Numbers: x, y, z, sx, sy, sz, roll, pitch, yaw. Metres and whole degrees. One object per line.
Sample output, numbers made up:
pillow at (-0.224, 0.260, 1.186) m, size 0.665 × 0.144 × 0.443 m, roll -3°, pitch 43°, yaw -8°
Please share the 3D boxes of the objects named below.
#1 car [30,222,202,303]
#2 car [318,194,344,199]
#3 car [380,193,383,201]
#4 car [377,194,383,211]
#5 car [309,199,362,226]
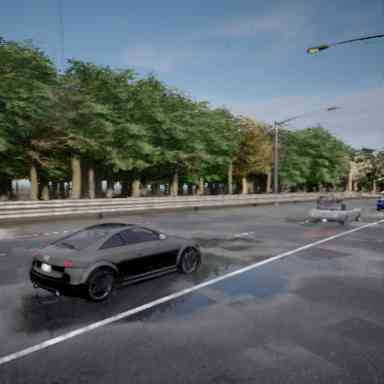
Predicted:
car at (-1.591, 1.436, 8.080) m, size 1.994 × 1.385 × 4.181 m, roll 1°, pitch 1°, yaw 39°
car at (16.495, 0.943, 39.243) m, size 2.128 × 1.511 × 4.902 m, roll 1°, pitch 1°, yaw 43°
car at (33.956, 0.854, 56.862) m, size 4.718 × 1.301 × 1.895 m, roll -1°, pitch 1°, yaw -43°
car at (19.596, 1.062, 32.464) m, size 1.882 × 1.535 × 5.008 m, roll 1°, pitch 1°, yaw 43°
car at (9.117, 1.322, 20.869) m, size 1.895 × 1.301 × 4.718 m, roll 1°, pitch 1°, yaw 41°
